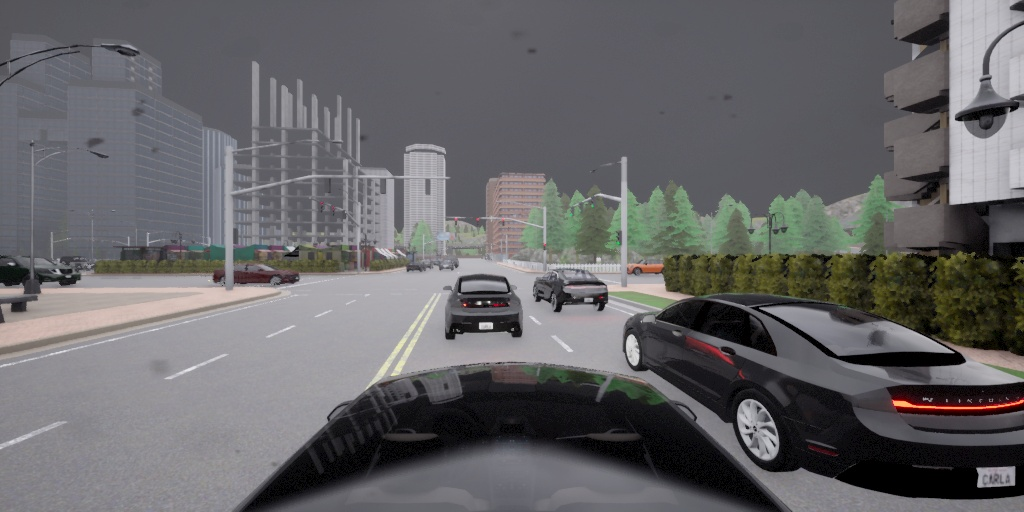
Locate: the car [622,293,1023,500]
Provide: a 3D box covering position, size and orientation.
[{"bbox_3d":[3.110,1.255,4.857,1.837,1.490,4.892,0,0,-4],"label":"car"}]

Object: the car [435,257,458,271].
[{"bbox_3d":[-9.090,1.241,50.069,2.128,1.511,4.902,0,0,-7],"label":"car"}]

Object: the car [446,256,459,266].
[{"bbox_3d":[-10.191,0.971,59.869,2.150,2.045,5.566,0,0,-6],"label":"car"}]

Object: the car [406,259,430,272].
[{"bbox_3d":[-12.223,1.351,46.082,1.895,1.301,4.718,0,0,-4],"label":"car"}]

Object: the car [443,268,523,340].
[{"bbox_3d":[-0.863,1.255,10.100,1.837,1.490,4.892,0,0,-7],"label":"car"}]

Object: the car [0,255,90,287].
[{"bbox_3d":[-31.213,0.973,22.765,5.566,2.045,2.150,0,0,-5],"label":"car"}]

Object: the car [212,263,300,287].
[{"bbox_3d":[-17.019,1.228,24.023,5.008,1.535,1.882,0,0,-5],"label":"car"}]

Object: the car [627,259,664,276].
[{"bbox_3d":[14.035,1.102,37.519,4.553,1.767,2.097,0,0,-5],"label":"car"}]

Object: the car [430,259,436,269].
[{"bbox_3d":[-13.204,1.255,55.320,1.837,1.490,4.892,0,0,-6],"label":"car"}]

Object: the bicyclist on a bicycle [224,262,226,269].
[{"bbox_3d":[-29.539,1.011,37.401,0.582,1.620,1.656,0,5,-5],"label":"bicyclist on a bicycle"}]

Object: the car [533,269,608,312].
[{"bbox_3d":[2.132,1.242,14.218,2.128,1.511,4.902,0,0,-9],"label":"car"}]
